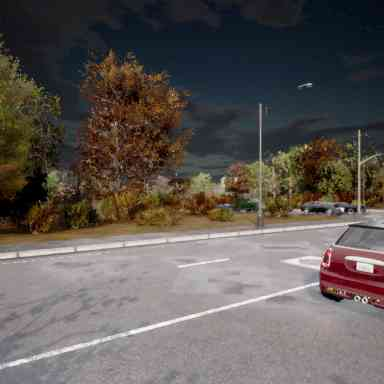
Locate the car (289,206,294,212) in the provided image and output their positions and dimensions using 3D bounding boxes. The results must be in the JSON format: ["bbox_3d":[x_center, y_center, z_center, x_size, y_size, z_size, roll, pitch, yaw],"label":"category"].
[{"bbox_3d":[11.828,2.036,46.333,1.882,1.535,5.008,0,-3,-32],"label":"car"}]

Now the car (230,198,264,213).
[{"bbox_3d":[8.154,1.830,45.611,2.150,2.045,5.566,0,-3,-32],"label":"car"}]

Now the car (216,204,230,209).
[{"bbox_3d":[5.559,2.701,56.403,2.033,1.411,5.357,0,-3,-32],"label":"car"}]

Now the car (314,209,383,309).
[{"bbox_3d":[4.811,1.363,7.120,4.553,1.767,2.097,0,0,-35],"label":"car"}]

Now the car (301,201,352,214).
[{"bbox_3d":[14.102,1.709,36.062,2.128,1.511,4.902,0,-1,-32],"label":"car"}]

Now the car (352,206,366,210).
[{"bbox_3d":[17.144,1.827,37.807,1.895,1.301,4.718,0,-1,-32],"label":"car"}]
